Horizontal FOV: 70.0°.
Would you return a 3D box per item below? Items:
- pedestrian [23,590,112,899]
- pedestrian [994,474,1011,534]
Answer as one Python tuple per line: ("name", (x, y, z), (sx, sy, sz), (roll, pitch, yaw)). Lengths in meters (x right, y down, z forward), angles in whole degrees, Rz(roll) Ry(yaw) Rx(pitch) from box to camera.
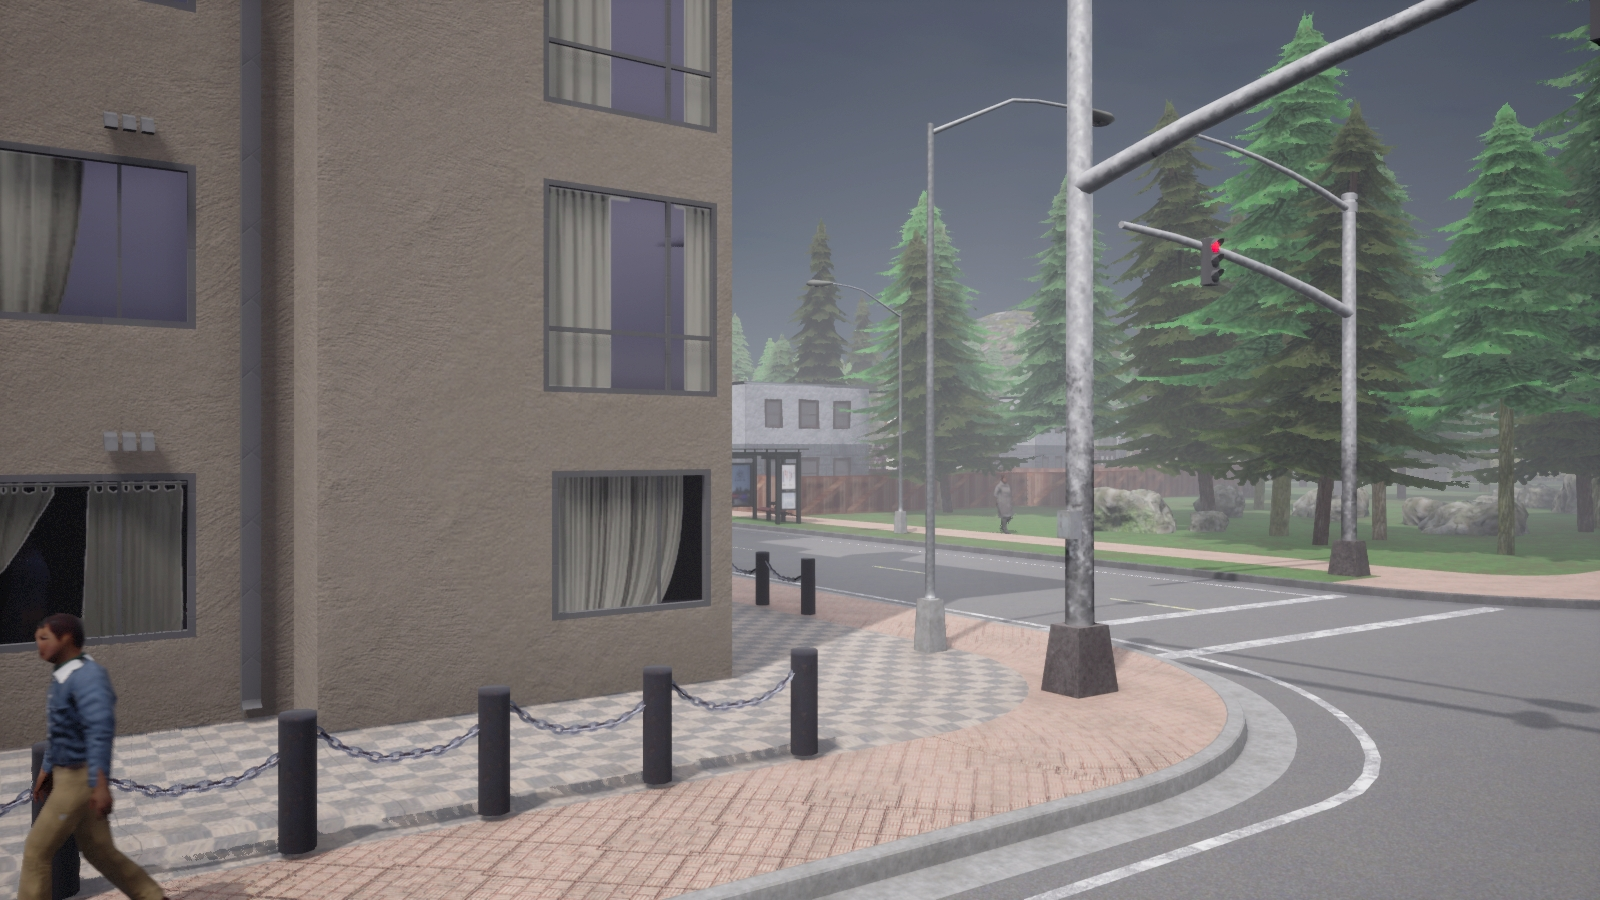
("pedestrian", (-3.843, 1.694, 5.993), (0.375, 1.860, 0.375), (0, 0, -35))
("pedestrian", (6.348, 1.676, 35.883), (0.375, 1.860, 0.375), (0, 0, -34))
